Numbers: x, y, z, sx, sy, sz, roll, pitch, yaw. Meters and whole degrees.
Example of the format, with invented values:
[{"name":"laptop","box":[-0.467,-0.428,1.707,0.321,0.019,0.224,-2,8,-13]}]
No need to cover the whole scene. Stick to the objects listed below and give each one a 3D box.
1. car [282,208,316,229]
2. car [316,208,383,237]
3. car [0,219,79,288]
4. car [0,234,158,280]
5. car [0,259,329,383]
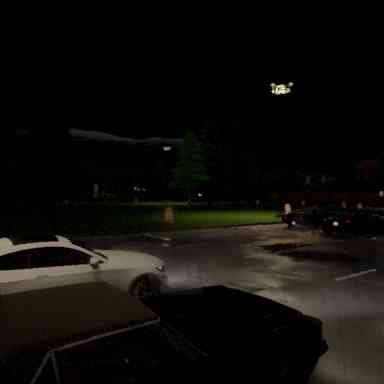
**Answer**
[{"name":"car","box":[8.393,1.740,22.761,4.718,1.301,1.895,0,0,-35]},{"name":"car","box":[9.340,1.693,19.005,4.181,1.385,1.994,0,0,-35]},{"name":"car","box":[-5.801,1.547,8.208,5.357,1.411,2.033,1,0,-36]},{"name":"car","box":[-2.658,1.535,6.148,4.674,1.442,1.812,0,0,-36]},{"name":"car","box":[-0.778,1.609,3.191,4.718,1.301,1.895,0,0,-35]}]
